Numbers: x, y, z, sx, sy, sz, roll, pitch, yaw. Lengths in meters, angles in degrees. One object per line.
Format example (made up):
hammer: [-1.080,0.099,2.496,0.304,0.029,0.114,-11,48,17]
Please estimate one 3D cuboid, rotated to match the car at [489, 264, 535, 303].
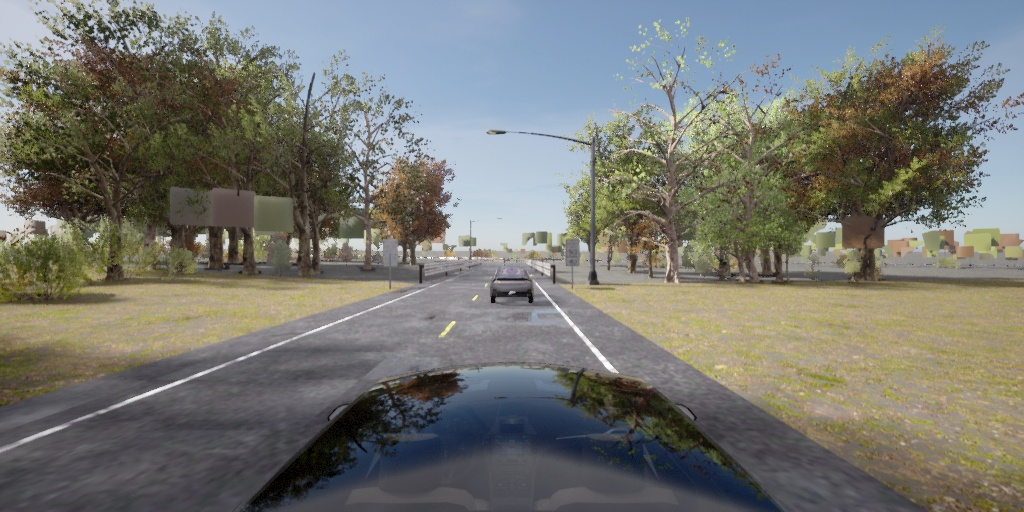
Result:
car: [0.000,1.242,16.500,2.128,1.511,4.902,0,0,0]
